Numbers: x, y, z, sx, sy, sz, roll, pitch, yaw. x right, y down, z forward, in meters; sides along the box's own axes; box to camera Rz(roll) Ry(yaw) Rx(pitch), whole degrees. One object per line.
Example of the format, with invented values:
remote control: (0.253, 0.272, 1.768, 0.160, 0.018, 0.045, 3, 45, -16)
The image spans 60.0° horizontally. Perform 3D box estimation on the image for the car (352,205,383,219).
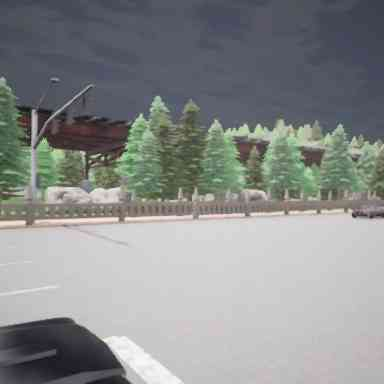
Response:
car: (18.253, 2.013, 34.207, 4.181, 1.385, 1.994, 1, -1, -36)

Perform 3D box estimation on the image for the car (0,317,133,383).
car: (-2.642, 1.586, 1.876, 4.718, 1.301, 1.895, 1, -1, -35)
